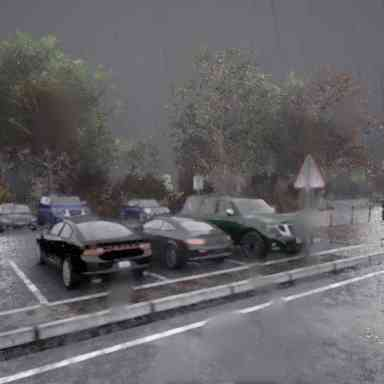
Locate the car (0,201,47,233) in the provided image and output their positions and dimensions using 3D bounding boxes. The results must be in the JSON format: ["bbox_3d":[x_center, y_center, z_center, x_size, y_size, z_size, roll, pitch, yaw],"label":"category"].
[{"bbox_3d":[-10.328,1.420,19.346,2.231,1.521,4.892,0,0,-36],"label":"car"}]

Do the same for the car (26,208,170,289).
[{"bbox_3d":[-2.897,1.415,9.189,2.097,1.535,5.008,0,0,-36],"label":"car"}]

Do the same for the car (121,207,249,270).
[{"bbox_3d":[-0.606,1.446,10.846,2.002,1.452,4.674,0,0,-36],"label":"car"}]

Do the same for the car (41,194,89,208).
[{"bbox_3d":[-8.119,1.159,20.898,2.435,2.045,5.566,0,0,-36],"label":"car"}]

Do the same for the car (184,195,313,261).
[{"bbox_3d":[1.700,1.145,12.477,2.435,2.045,5.566,0,0,-36],"label":"car"}]

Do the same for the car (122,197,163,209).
[{"bbox_3d":[-3.410,1.257,24.251,2.185,1.767,4.553,1,0,-36],"label":"car"}]
